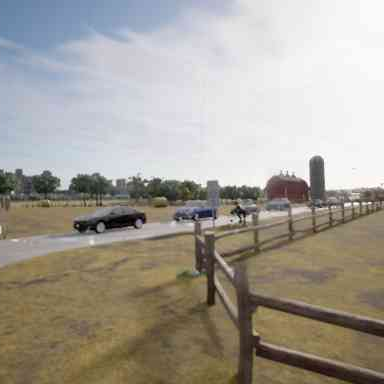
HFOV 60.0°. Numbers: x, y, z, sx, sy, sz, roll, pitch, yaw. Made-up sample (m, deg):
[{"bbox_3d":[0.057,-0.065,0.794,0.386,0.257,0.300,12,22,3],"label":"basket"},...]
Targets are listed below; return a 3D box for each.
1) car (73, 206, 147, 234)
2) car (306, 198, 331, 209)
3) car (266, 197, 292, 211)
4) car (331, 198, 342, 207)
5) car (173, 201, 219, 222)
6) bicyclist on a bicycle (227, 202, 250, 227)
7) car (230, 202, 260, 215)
[{"bbox_3d":[-5.027,1.655,20.848,1.882,1.535,5.008,-3,-2,35],"label":"car"},{"bbox_3d":[18.171,1.744,48.314,1.895,1.301,4.718,-3,-2,35],"label":"car"},{"bbox_3d":[11.461,1.573,43.917,2.097,1.767,4.553,-3,-2,36],"label":"car"},{"bbox_3d":[23.950,1.753,56.402,2.033,1.411,5.357,-2,-2,35],"label":"car"},{"bbox_3d":[0.364,1.543,28.426,2.097,1.767,4.553,-3,-2,36],"label":"car"},{"bbox_3d":[3.046,1.467,21.881,1.656,1.620,0.582,-1,0,35],"label":"bicyclist on a bicycle"},{"bbox_3d":[5.736,1.768,35.944,1.994,1.385,4.181,-2,-2,35],"label":"car"}]
